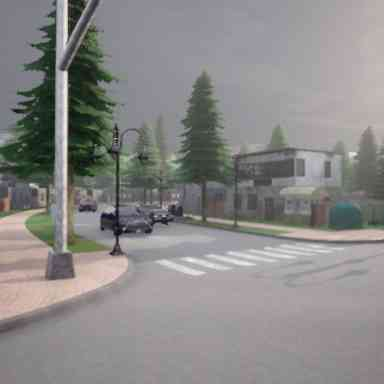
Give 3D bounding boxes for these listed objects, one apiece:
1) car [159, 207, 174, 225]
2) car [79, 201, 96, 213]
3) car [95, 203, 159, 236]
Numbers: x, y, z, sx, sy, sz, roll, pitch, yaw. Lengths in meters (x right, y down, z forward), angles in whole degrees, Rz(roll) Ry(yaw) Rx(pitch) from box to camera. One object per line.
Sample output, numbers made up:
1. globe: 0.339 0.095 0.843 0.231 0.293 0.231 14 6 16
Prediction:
1. car: -3.387 1.795 26.051 2.033 1.411 5.357 0 0 -33
2. car: -12.833 1.803 41.481 2.033 1.411 5.357 0 0 -11
3. car: -4.062 1.571 20.229 2.097 1.767 4.553 0 0 -31
